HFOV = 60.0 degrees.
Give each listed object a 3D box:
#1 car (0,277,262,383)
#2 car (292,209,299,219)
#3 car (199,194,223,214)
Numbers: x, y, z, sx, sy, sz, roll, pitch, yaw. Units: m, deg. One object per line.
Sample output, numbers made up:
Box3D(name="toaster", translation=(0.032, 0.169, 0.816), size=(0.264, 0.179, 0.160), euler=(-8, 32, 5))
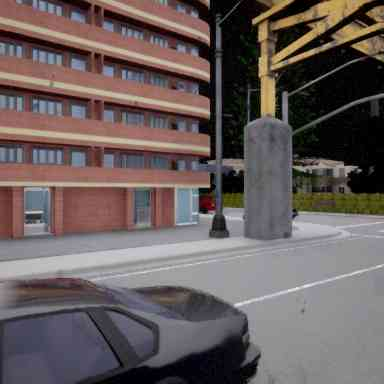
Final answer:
Box3D(name="car", translation=(-1.818, 1.557, 2.697), size=(5.357, 1.411, 2.033), euler=(0, 0, -36))
Box3D(name="car", translation=(6.748, 1.616, 28.496), size=(1.895, 1.301, 4.718), euler=(0, 0, -35))
Box3D(name="car", translation=(1.025, 1.258, 36.568), size=(2.150, 2.045, 5.566), euler=(0, 0, -35))
